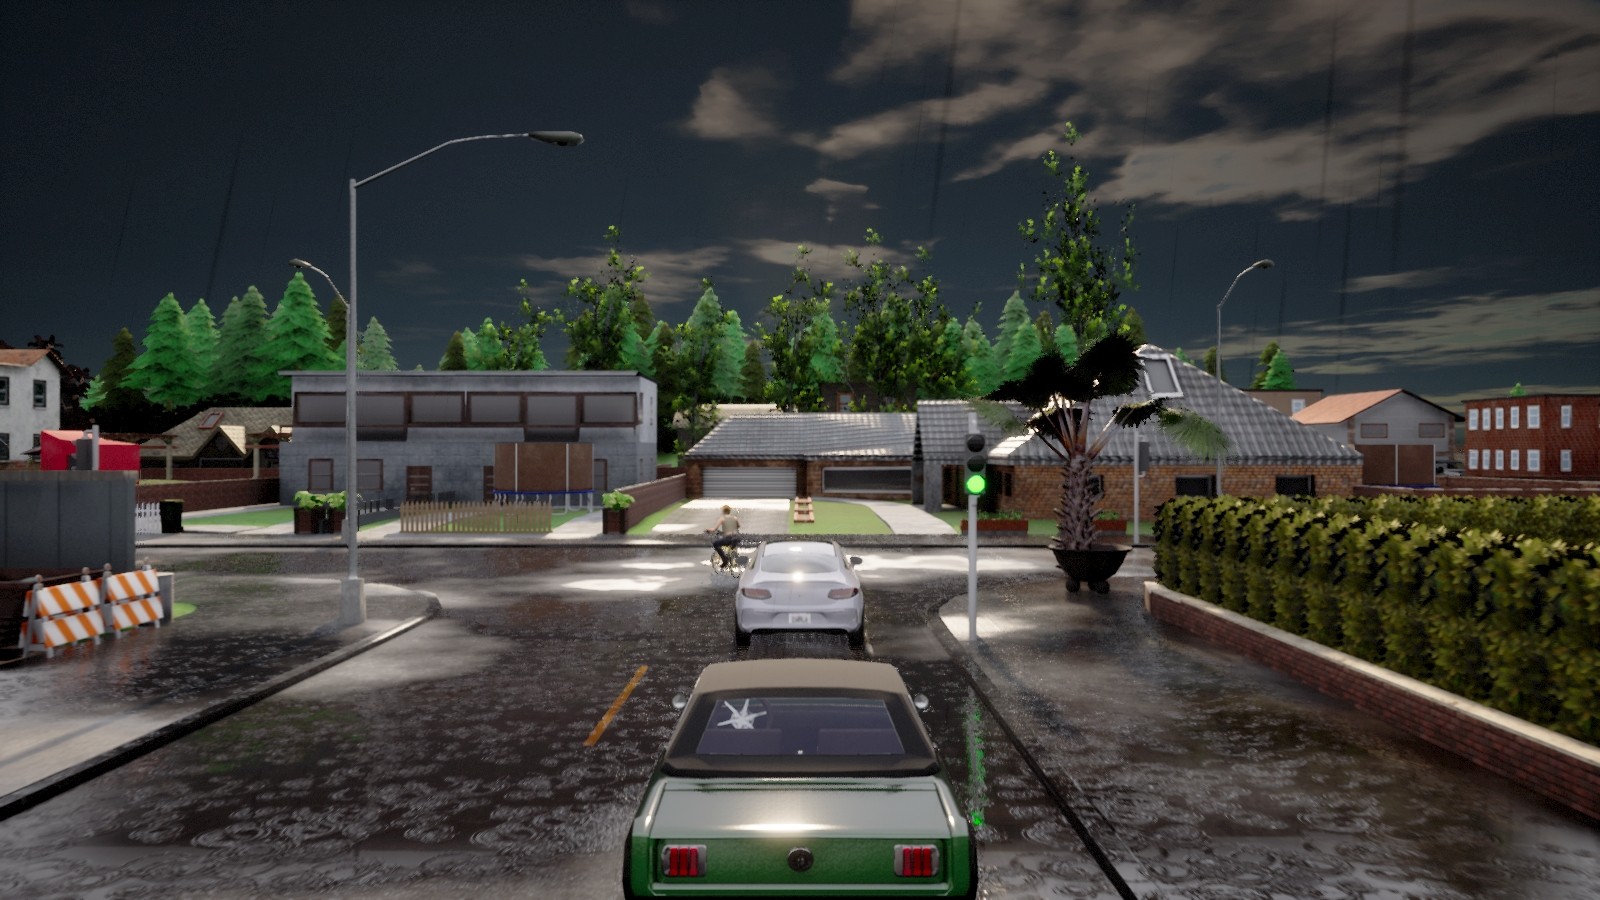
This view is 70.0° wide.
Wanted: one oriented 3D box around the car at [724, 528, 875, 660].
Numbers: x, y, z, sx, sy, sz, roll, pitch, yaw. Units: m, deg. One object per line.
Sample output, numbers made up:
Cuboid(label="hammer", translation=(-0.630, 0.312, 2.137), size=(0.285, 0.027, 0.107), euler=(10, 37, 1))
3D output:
Cuboid(label="car", translation=(-0.011, 2.078, 17.554), size=(2.002, 1.442, 4.674), euler=(0, 0, 0))

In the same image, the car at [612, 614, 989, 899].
Cuboid(label="car", translation=(0.002, 2.153, 8.111), size=(1.895, 1.301, 4.718), euler=(0, 0, 0))
